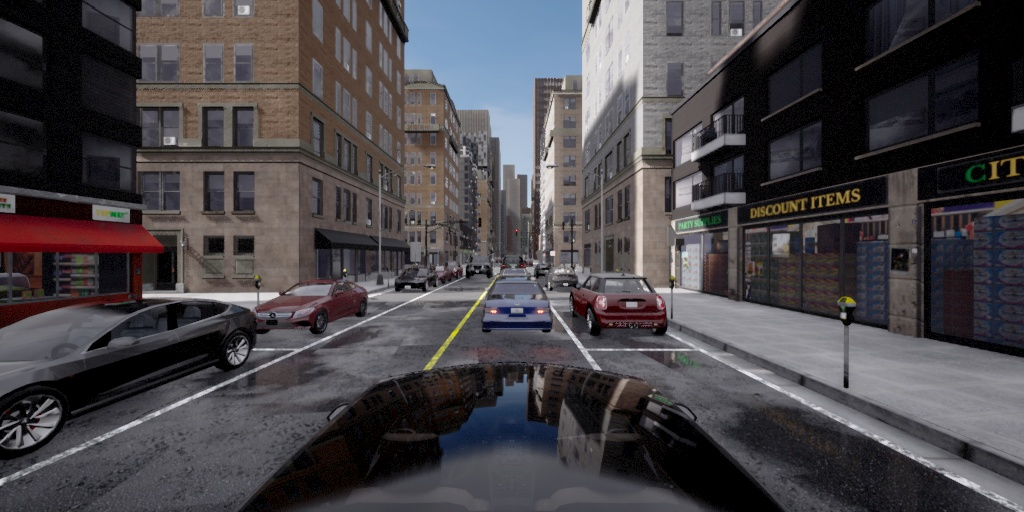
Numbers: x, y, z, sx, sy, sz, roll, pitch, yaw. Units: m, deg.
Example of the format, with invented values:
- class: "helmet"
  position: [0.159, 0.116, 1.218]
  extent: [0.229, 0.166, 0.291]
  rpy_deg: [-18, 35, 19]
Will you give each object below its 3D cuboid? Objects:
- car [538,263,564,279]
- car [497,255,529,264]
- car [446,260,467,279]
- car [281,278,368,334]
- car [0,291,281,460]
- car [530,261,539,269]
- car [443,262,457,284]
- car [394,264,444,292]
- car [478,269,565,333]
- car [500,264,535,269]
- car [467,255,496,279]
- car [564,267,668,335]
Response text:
- class: "car"
  position: [2.902, 1.300, 21.523]
  extent: [2.007, 1.370, 4.403]
  rpy_deg: [0, 0, 0]
- class: "car"
  position: [0.078, 0.973, 31.273]
  extent: [2.150, 2.045, 5.566]
  rpy_deg: [0, 0, -1]
- class: "car"
  position: [-5.597, 1.192, 32.547]
  extent: [1.967, 1.591, 4.097]
  rpy_deg: [0, 0, 0]
- class: "car"
  position: [-5.650, 1.331, 10.542]
  extent: [1.802, 1.307, 4.207]
  rpy_deg: [0, 0, 0]
- class: "car"
  position: [-5.664, 1.315, 5.040]
  extent: [1.948, 1.339, 4.313]
  rpy_deg: [0, 0, 0]
- class: "car"
  position: [2.929, 1.318, 32.526]
  extent: [1.948, 1.339, 4.313]
  rpy_deg: [0, 0, 0]
- class: "car"
  position: [-5.610, 1.333, 27.045]
  extent: [1.802, 1.307, 4.207]
  rpy_deg: [0, 0, 0]
- class: "car"
  position: [-5.623, 1.316, 21.544]
  extent: [1.948, 1.339, 4.313]
  rpy_deg: [0, 0, 0]
- class: "car"
  position: [0.121, 1.297, 10.736]
  extent: [2.033, 1.411, 5.357]
  rpy_deg: [0, 0, 0]
- class: "car"
  position: [0.145, 1.351, 21.241]
  extent: [1.895, 1.301, 4.718]
  rpy_deg: [0, 0, 0]
- class: "car"
  position: [-2.929, 0.958, 33.130]
  extent: [2.150, 2.045, 5.566]
  rpy_deg: [0, 0, 0]
- class: "car"
  position: [2.875, 1.189, 10.520]
  extent: [1.967, 1.591, 4.097]
  rpy_deg: [0, 0, 0]
